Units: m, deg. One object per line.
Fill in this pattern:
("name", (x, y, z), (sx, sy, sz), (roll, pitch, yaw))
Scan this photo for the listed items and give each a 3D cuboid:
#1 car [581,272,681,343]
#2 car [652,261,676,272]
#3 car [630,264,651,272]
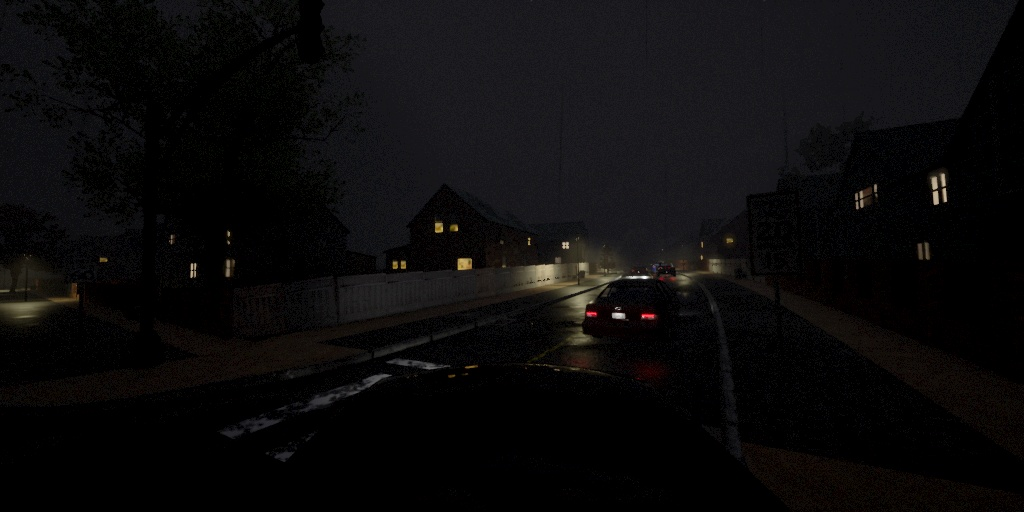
("car", (3.471, 1.327, 9.844), (2.033, 1.411, 5.357), (-3, -1, 28))
("car", (16.838, 1.472, 39.368), (2.128, 1.511, 4.902), (-2, -1, 20))
("car", (15.259, 1.669, 43.104), (1.994, 1.385, 4.181), (-2, -1, 20))
